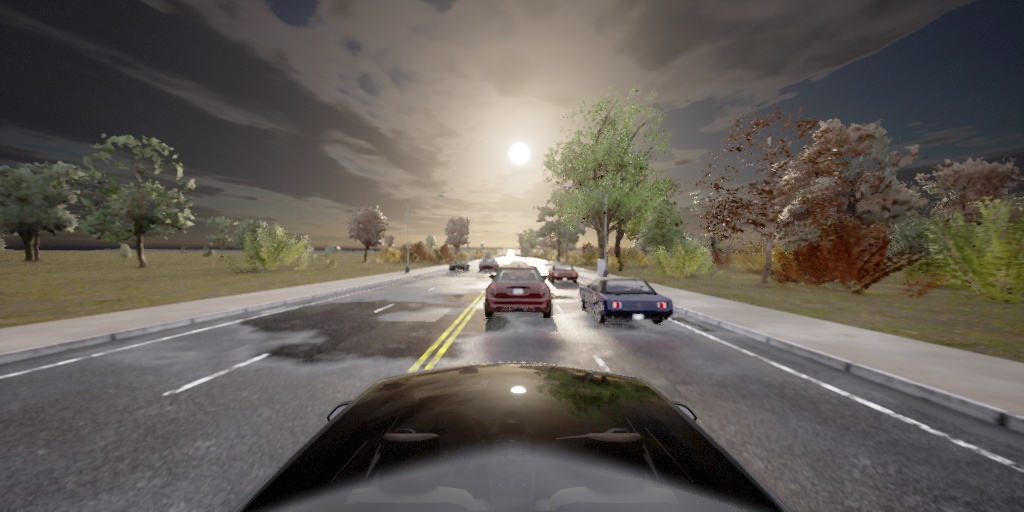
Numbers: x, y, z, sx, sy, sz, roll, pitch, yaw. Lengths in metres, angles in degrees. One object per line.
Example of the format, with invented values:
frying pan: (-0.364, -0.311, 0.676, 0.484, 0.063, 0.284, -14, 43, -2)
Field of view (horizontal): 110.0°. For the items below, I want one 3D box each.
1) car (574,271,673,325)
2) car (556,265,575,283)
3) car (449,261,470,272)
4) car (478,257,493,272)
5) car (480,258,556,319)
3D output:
car: (3.457, 1.348, 11.892, 1.895, 1.301, 4.718, 0, 0, 1)
car: (3.691, 1.301, 26.948, 1.895, 1.301, 4.718, 0, 0, 1)
car: (-6.018, 1.178, 41.336, 1.895, 1.301, 4.718, 0, 0, 1)
car: (-2.748, 0.949, 42.308, 2.097, 1.767, 4.553, 0, 0, 1)
car: (0.224, 1.073, 12.885, 2.097, 1.767, 4.553, 0, 0, 1)
